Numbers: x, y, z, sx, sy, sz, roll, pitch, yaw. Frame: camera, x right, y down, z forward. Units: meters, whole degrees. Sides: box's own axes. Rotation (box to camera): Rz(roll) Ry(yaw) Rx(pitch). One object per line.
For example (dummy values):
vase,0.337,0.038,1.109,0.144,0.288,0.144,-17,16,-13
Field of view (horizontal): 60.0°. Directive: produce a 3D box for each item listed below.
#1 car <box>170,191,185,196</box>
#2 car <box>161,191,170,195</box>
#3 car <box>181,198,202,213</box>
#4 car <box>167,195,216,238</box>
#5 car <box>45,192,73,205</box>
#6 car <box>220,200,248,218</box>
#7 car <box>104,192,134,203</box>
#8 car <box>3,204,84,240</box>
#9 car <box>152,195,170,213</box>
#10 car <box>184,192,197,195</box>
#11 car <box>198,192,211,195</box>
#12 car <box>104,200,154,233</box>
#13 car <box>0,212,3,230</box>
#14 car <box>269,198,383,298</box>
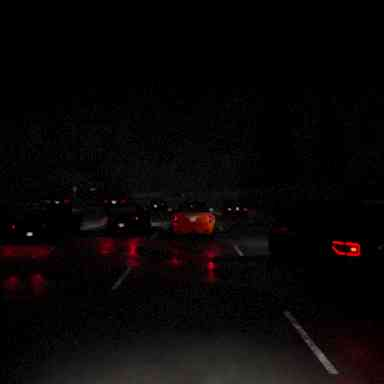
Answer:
car,-3.788,0.641,88.569,2.150,2.045,5.566,0,0,2
car,-7.288,0.958,88.558,2.033,1.411,5.357,0,0,2
car,-0.018,1.340,33.939,1.994,1.385,4.181,0,0,0
car,0.041,1.239,17.037,2.097,1.767,4.553,0,0,0
car,-12.913,1.015,32.351,2.150,2.045,5.566,0,0,-18
car,3.504,1.359,28.166,2.033,1.411,5.357,0,0,0
car,-7.012,1.010,32.586,2.150,2.045,5.566,0,0,0
car,-6.956,1.496,16.472,1.895,1.301,4.718,0,0,0
car,-3.519,1.340,34.133,1.994,1.385,4.181,0,0,0
car,-0.298,0.896,87.796,1.882,1.535,5.008,0,0,2
car,3.202,0.956,87.809,2.033,1.411,5.357,0,0,2
car,-3.463,1.405,18.541,1.812,1.442,4.674,0,0,0
car,-10.534,1.424,16.245,1.812,1.442,4.674,0,0,-2
car,3.563,1.163,8.462,2.150,2.045,5.566,0,0,0
